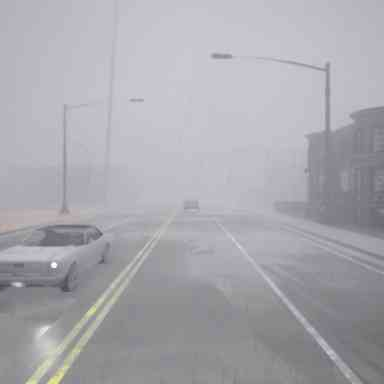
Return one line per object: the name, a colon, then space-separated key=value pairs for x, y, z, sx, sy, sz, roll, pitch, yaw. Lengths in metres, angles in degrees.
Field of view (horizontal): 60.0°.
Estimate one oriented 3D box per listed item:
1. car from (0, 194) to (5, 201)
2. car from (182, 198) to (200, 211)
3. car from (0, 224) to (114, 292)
car: x=-45.094 y=1.345 z=81.586 sx=5.027 sy=1.636 sz=2.152 roll=0 pitch=0 yaw=-1
car: x=-0.152 y=1.465 z=39.619 sx=2.128 sy=1.511 sz=4.902 roll=0 pitch=0 yaw=-4
car: x=-3.567 y=1.592 z=9.032 sx=1.895 sy=1.301 sz=4.718 roll=0 pitch=0 yaw=0
